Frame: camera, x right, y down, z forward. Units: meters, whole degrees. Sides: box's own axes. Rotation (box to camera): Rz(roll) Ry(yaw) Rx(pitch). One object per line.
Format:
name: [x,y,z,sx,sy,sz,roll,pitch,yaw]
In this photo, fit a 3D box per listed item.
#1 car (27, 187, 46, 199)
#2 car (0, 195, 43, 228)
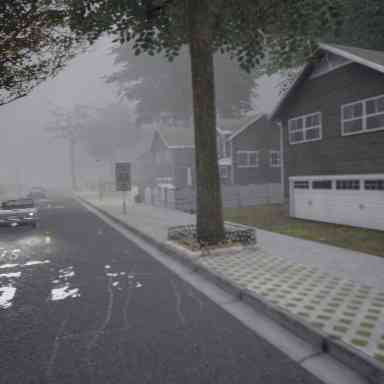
car: [-18.977,0.086,40.608,1.812,1.442,4.674,-3,3,-23]
car: [-8.873,1.069,17.007,1.895,1.301,4.718,-3,3,-23]
